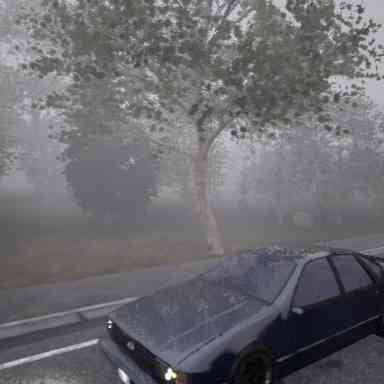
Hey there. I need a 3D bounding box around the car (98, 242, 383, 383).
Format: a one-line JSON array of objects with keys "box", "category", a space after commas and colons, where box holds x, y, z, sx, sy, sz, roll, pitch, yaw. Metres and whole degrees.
[{"box": [1.453, 1.540, 5.032, 5.357, 1.411, 2.033, 0, 0, -36], "category": "car"}]
